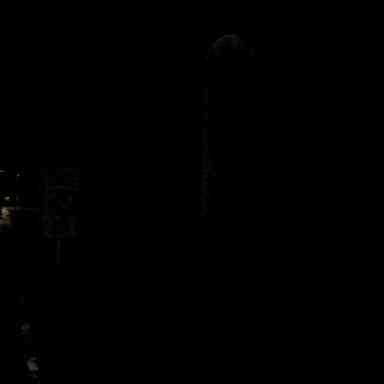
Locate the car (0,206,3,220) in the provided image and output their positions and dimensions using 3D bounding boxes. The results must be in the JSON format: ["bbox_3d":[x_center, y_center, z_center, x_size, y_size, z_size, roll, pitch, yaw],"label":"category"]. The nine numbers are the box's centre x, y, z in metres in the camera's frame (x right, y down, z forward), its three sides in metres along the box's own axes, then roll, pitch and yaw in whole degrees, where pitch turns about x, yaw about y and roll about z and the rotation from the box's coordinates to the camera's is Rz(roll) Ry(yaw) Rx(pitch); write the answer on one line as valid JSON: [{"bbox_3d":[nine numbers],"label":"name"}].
[{"bbox_3d":[-20.256,1.986,33.547,2.128,1.511,4.902,2,-2,-29],"label":"car"}]

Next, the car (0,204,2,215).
[{"bbox_3d":[-26.206,2.243,43.901,1.895,1.301,4.718,2,-2,-29],"label":"car"}]
